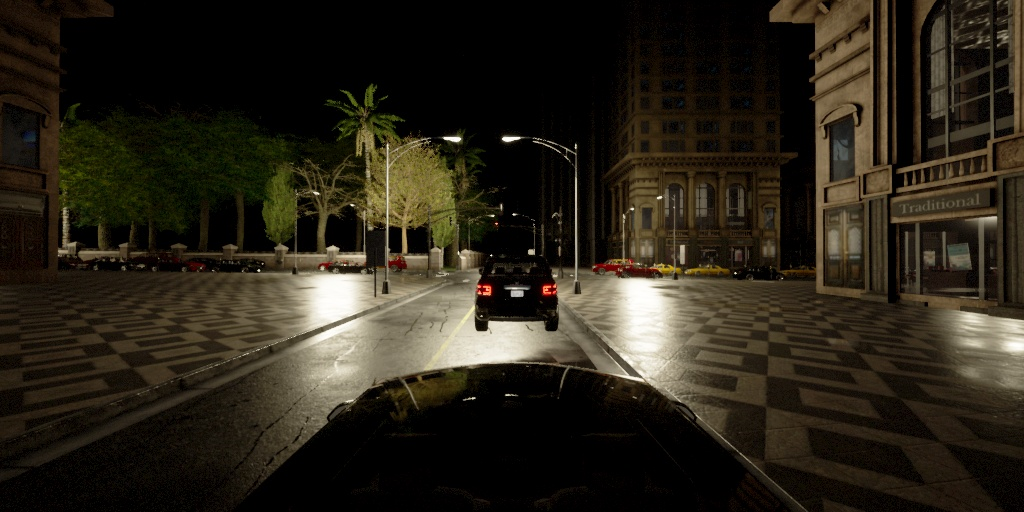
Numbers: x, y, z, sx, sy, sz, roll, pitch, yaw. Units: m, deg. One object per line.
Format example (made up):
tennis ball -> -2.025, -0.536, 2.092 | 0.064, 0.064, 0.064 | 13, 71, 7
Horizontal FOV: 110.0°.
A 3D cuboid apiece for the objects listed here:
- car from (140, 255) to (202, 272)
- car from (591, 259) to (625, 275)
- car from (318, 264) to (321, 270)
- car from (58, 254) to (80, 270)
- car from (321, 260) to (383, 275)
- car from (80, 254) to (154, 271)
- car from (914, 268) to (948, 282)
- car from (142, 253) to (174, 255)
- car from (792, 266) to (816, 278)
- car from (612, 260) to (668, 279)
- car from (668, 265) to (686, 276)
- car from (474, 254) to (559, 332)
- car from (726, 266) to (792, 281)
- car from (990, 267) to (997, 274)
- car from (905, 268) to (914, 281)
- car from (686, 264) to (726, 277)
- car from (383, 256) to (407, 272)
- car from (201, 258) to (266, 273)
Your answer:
car -> -31.514, 0.859, 33.740 | 4.507, 1.381, 1.888 | 0, 0, 0
car -> 11.922, 1.310, 42.078 | 5.009, 1.841, 2.192 | 0, 0, 0
car -> -20.440, 1.076, 42.218 | 4.507, 1.381, 1.888 | 0, 0, 0
car -> -42.561, 0.725, 33.788 | 4.207, 1.307, 1.802 | 0, 0, 0
car -> -14.941, 1.113, 33.669 | 4.403, 1.370, 2.007 | 0, 0, 0
car -> -37.037, 0.780, 33.764 | 4.403, 1.370, 2.007 | 0, 0, 0
car -> 39.596, 1.888, 33.433 | 4.207, 1.307, 1.802 | 0, 0, 0
car -> -42.535, 0.507, 42.313 | 5.009, 1.841, 2.192 | 0, 0, 0
car -> 33.914, 1.811, 41.983 | 4.829, 1.417, 1.751 | 0, 0, 0
car -> 11.896, 1.385, 33.553 | 4.097, 1.591, 1.967 | 0, 0, 0
car -> 17.293, 1.595, 42.055 | 4.829, 1.417, 1.751 | 0, 0, 0
car -> 0.115, 0.973, 11.061 | 2.150, 2.045, 5.566 | 0, 0, 0
car -> 22.976, 1.659, 33.505 | 4.313, 1.339, 1.948 | 0, 0, 0
car -> 45.137, 1.813, 33.409 | 4.097, 1.591, 1.967 | 0, 0, 0
car -> 34.055, 1.802, 33.457 | 4.313, 1.339, 1.948 | 0, 0, 0
car -> 22.833, 1.669, 42.031 | 4.829, 1.417, 1.751 | 0, 0, 0
car -> -14.916, 0.927, 42.194 | 5.009, 1.841, 2.192 | 0, 0, 0
car -> -25.989, 0.964, 33.716 | 4.313, 1.339, 1.948 | 0, 0, 0
